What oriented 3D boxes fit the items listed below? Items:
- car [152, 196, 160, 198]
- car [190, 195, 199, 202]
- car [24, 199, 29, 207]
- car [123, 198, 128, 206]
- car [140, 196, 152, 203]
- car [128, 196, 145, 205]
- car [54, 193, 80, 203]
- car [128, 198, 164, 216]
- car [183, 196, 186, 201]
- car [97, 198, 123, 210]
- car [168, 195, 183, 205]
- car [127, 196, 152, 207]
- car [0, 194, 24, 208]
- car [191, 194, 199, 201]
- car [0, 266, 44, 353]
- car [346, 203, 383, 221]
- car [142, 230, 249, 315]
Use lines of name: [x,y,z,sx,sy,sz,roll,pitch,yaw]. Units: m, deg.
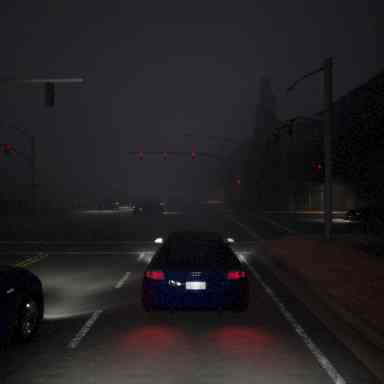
car: [-6.961,1.526,54.863,1.812,1.442,4.674,0,0,2]
car: [0.584,1.535,72.637,2.033,1.411,5.357,0,0,2]
car: [-24.912,1.156,46.041,3.866,1.878,1.905,0,0,0]
car: [-10.526,1.564,51.801,1.994,1.385,4.181,0,0,4]
car: [-9.942,1.548,71.780,1.994,1.385,4.181,0,0,2]
car: [-10.269,1.492,61.738,2.128,1.511,4.902,0,0,2]
car: [-24.937,1.156,65.664,3.866,1.878,1.905,0,0,0]
car: [-4.285,1.564,32.985,1.994,1.385,4.181,0,0,15]
car: [-2.642,1.553,83.094,1.994,1.385,4.181,0,0,2]
car: [-10.734,1.505,42.892,1.837,1.490,4.892,0,0,1]
car: [-3.175,1.505,58.936,1.837,1.490,4.892,0,0,1]
car: [-7.169,1.564,46.102,1.994,1.385,4.181,0,0,2]
car: [-24.969,1.153,43.146,4.605,1.855,1.932,0,0,0]
car: [0.864,1.395,83.281,1.882,1.535,5.008,0,0,2]
car: [-3.442,1.352,3.538,2.097,1.767,4.553,0,0,0]
car: [15.241,1.547,26.458,5.357,1.411,2.033,0,0,0]
car: [0.066,1.564,7.677,1.994,1.385,4.181,0,0,0]
